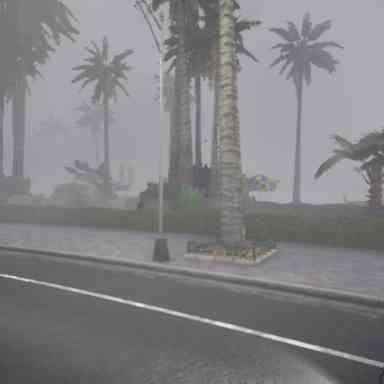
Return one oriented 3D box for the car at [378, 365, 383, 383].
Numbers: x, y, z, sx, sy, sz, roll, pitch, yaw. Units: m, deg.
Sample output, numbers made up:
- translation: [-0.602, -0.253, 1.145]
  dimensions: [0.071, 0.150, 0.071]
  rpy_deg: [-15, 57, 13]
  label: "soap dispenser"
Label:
- translation: [3.112, 1.566, 1.535]
  dimensions: [4.181, 1.385, 1.994]
  rpy_deg: [0, 0, 36]
  label: "car"
